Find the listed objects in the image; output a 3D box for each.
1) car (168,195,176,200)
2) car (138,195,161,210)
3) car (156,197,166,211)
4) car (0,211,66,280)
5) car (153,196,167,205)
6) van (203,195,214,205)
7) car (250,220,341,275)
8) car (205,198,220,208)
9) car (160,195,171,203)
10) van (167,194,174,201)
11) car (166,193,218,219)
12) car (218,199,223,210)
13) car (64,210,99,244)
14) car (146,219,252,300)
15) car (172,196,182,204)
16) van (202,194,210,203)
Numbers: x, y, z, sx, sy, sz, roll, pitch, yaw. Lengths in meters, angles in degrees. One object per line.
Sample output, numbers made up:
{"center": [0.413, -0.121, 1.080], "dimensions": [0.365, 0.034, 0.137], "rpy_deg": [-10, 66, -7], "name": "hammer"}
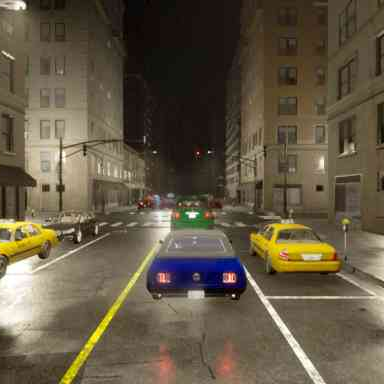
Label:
{"center": [-5.570, 1.591, 91.927], "dimensions": [2.008, 1.369, 4.403], "rpy_deg": [0, 0, 0], "name": "car"}
{"center": [-5.624, 1.328, 42.415], "dimensions": [2.192, 1.841, 5.009], "rpy_deg": [0, 0, 0], "name": "car"}
{"center": [-3.055, 1.614, 41.602], "dimensions": [1.895, 1.301, 4.718], "rpy_deg": [0, 0, 0], "name": "car"}
{"center": [-5.658, 1.526, 9.946], "dimensions": [1.752, 1.417, 4.829], "rpy_deg": [0, 0, 0], "name": "car"}
{"center": [-5.606, 1.462, 58.919], "dimensions": [1.967, 1.590, 4.097], "rpy_deg": [0, 0, 0], "name": "car"}
{"center": [2.920, 1.363, 58.910], "dimensions": [1.690, 1.788, 3.998], "rpy_deg": [0, 0, 0], "name": "van"}
{"center": [2.867, 1.526, 10.276], "dimensions": [1.752, 1.417, 4.829], "rpy_deg": [0, 0, 0], "name": "car"}
{"center": [2.908, 1.582, 47.907], "dimensions": [1.947, 1.339, 4.313], "rpy_deg": [0, 0, 0], "name": "car"}
{"center": [-5.594, 1.468, 69.922], "dimensions": [1.967, 1.590, 4.097], "rpy_deg": [0, 0, 0], "name": "car"}
{"center": [-5.576, 1.378, 86.427], "dimensions": [1.690, 1.788, 3.998], "rpy_deg": [0, 0, 0], "name": "van"}
{"center": [0.020, 1.224, 18.104], "dimensions": [2.150, 2.045, 5.566], "rpy_deg": [0, 0, 0], "name": "car"}
{"center": [2.902, 1.558, 42.405], "dimensions": [1.887, 1.381, 4.507], "rpy_deg": [0, 0, 0], "name": "car"}
{"center": [-5.652, 1.552, 15.641], "dimensions": [2.008, 1.369, 4.403], "rpy_deg": [0, 0, 0], "name": "car"}
{"center": [0.092, 1.601, 8.338], "dimensions": [1.895, 1.301, 4.718], "rpy_deg": [0, 0, 0], "name": "car"}
{"center": [-2.951, 1.504, 66.954], "dimensions": [1.882, 1.535, 5.008], "rpy_deg": [0, 0, 0], "name": "car"}
{"center": [2.932, 1.369, 69.913], "dimensions": [1.690, 1.788, 3.998], "rpy_deg": [0, 0, 0], "name": "van"}
